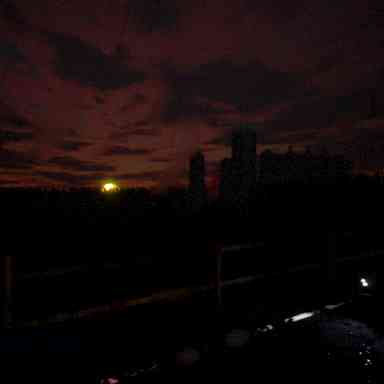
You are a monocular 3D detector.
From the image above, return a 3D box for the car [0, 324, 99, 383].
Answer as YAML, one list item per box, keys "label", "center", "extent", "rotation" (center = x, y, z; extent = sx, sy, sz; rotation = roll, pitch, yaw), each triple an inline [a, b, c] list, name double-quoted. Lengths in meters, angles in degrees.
- label: "car"
  center: [-2.780, 1.473, 1.036]
  extent: [5.008, 1.535, 1.882]
  rotation: [0, 0, -36]

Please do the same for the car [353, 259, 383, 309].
- label: "car"
  center: [5.631, 1.561, 6.935]
  extent: [5.357, 1.411, 2.033]
  rotation: [0, 0, -34]
